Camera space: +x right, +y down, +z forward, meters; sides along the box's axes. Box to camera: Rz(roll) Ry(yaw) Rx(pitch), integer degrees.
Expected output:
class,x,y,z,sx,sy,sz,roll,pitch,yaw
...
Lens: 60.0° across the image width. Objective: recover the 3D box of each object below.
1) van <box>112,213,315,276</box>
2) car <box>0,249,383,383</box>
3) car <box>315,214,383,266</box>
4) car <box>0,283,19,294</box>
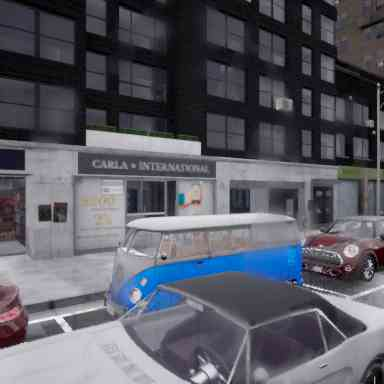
class,x,y,z,sx,sy,sz,roll,pitch,yaw
van,0.416,1.341,6.494,3.998,1.788,1.690,0,0,-36
car,0.138,1.601,3.169,4.718,1.301,1.895,0,0,-36
car,4.815,1.440,9.648,4.097,1.590,1.967,0,0,-36
car,-3.983,1.582,3.340,4.206,1.307,1.802,0,0,-36
